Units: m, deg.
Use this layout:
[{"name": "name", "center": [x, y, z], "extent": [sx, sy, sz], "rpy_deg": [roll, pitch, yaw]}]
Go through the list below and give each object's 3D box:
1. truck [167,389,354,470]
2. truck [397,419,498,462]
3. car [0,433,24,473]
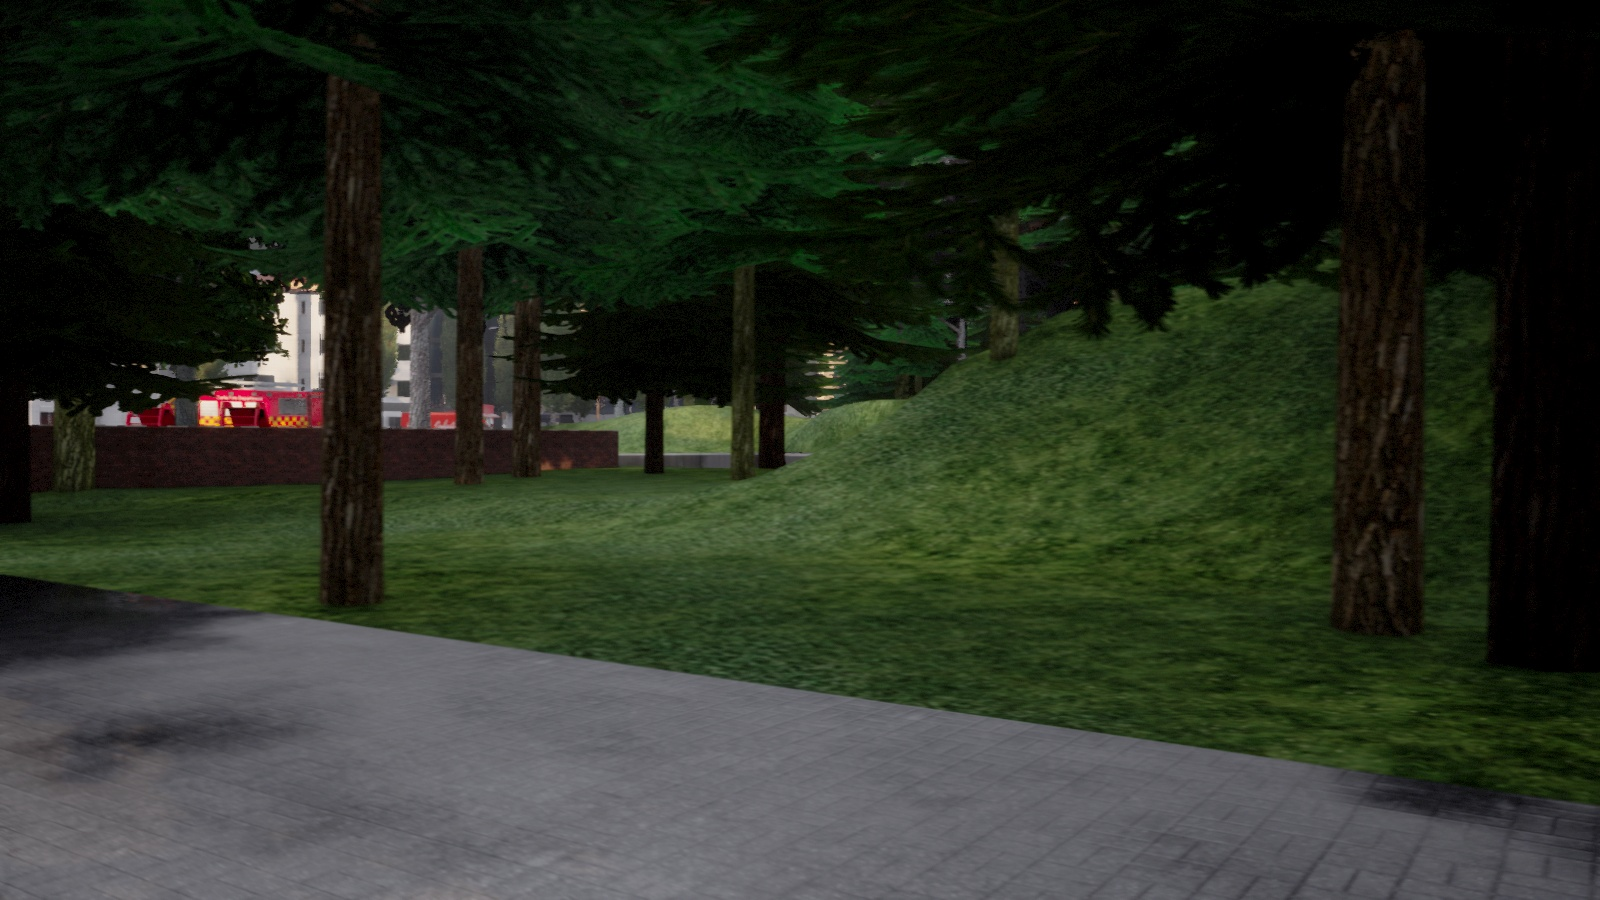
[{"name": "truck", "center": [-27.236, -1.058, 63.850], "extent": [2.891, 3.827, 8.468], "rpy_deg": [0, 1, 34]}, {"name": "truck", "center": [-20.637, -0.575, 73.767], "extent": [2.627, 2.467, 5.204], "rpy_deg": [0, 1, 34]}, {"name": "car", "center": [-37.415, 0.167, 55.773], "extent": [2.097, 1.767, 4.553], "rpy_deg": [0, 1, 34]}]
